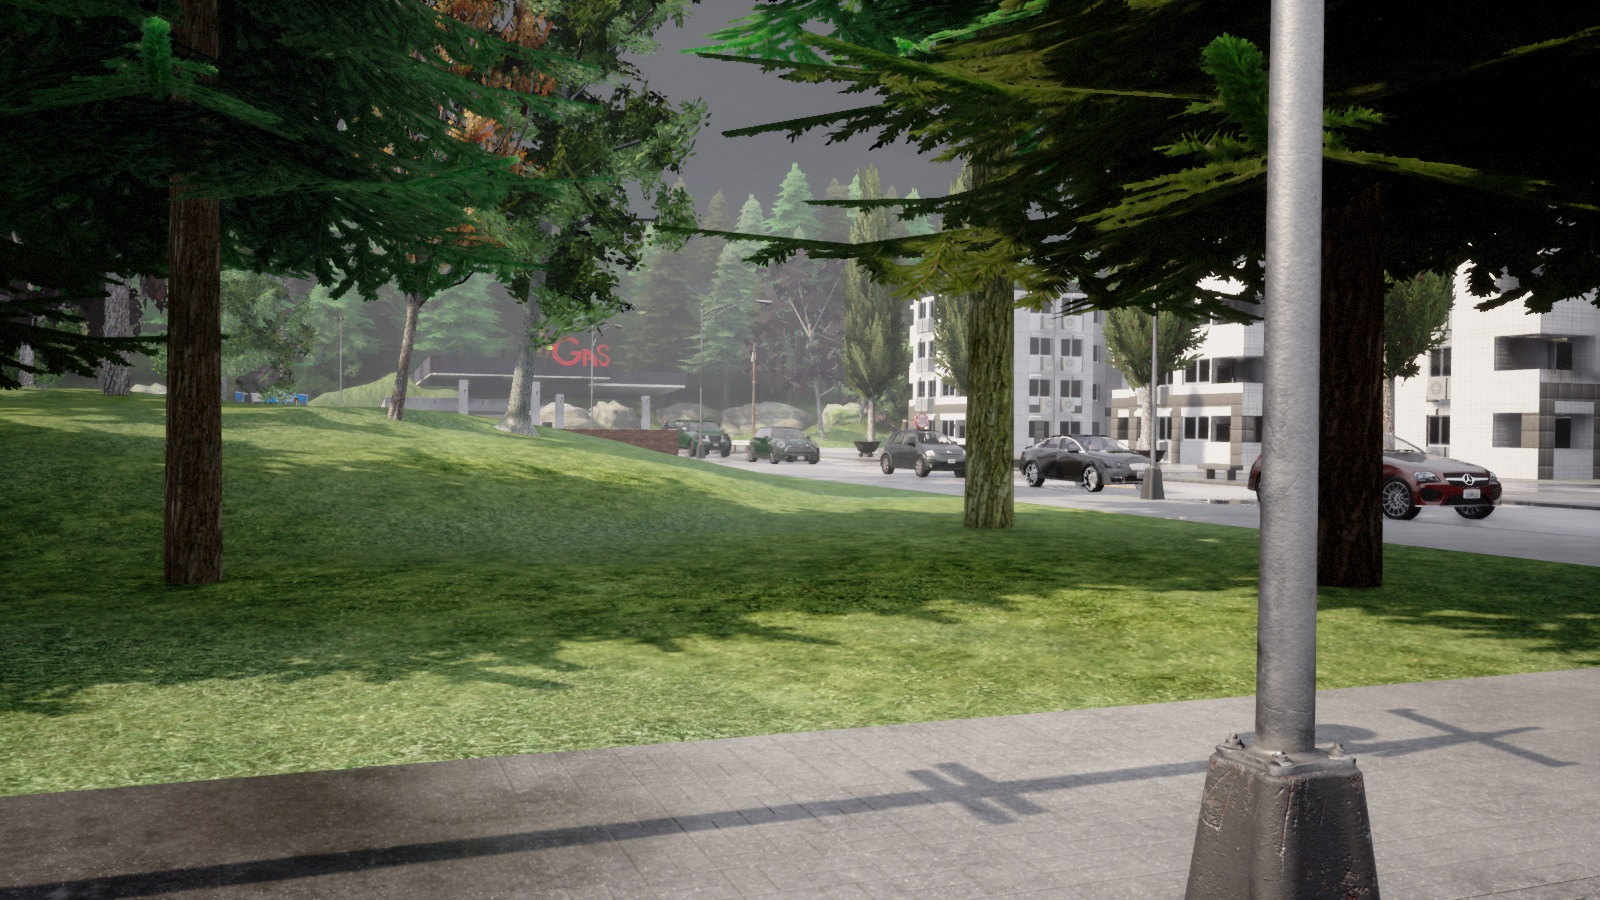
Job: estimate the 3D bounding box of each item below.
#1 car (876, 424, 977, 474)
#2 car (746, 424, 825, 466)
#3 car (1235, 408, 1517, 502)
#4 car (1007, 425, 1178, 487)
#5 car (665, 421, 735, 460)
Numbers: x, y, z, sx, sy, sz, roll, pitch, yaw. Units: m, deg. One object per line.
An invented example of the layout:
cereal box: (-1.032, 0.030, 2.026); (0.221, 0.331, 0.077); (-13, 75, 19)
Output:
car: (4.296, -0.054, 43.232); (1.851, 1.617, 3.988); (-1, 1, -21)
car: (-0.717, -0.254, 56.432); (2.097, 1.767, 4.553); (-1, 1, -21)
car: (11.236, 0.049, 24.984); (2.152, 1.651, 5.027); (-1, 1, -21)
car: (7.799, 0.117, 34.011); (2.128, 1.511, 4.902); (-1, 1, -21)
car: (-5.592, -0.553, 69.464); (2.150, 2.045, 5.566); (-1, 1, -24)
